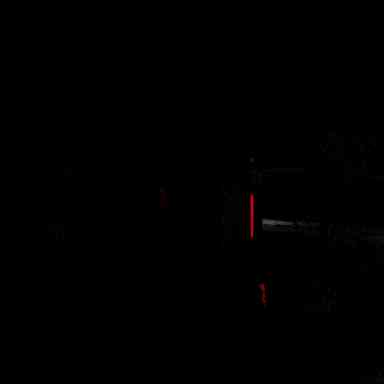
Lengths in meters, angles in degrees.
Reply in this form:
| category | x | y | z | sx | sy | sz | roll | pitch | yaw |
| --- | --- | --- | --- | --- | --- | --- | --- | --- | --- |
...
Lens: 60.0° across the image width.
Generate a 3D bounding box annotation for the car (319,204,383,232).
| category | x | y | z | sx | sy | sz | roll | pitch | yaw |
| --- | --- | --- | --- | --- | --- | --- | --- | --- | --- |
| car | 10.263 | 1.491 | 20.305 | 2.128 | 1.511 | 4.902 | -1 | 0 | -40 |
